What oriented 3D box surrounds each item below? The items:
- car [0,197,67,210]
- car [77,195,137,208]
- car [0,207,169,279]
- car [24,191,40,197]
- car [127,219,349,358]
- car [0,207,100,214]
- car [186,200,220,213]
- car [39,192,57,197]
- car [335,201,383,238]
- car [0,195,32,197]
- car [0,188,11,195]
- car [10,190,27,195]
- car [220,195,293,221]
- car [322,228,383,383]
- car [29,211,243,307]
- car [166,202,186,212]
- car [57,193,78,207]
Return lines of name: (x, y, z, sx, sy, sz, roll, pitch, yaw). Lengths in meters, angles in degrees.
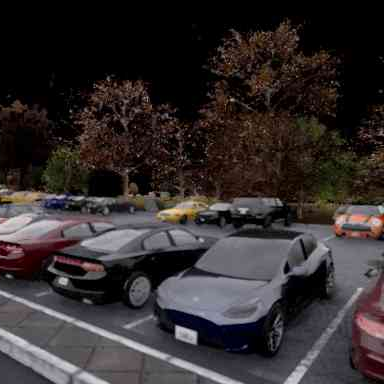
car: (-7.675, 1.234, 13.054, 2.185, 1.767, 4.553, 1, 1, 36)
car: (-6.836, 1.153, 28.549, 2.231, 1.521, 4.892, 2, 1, 36)
car: (-3.182, 1.453, 9.756, 2.097, 1.535, 5.008, 1, 1, 36)
car: (-13.731, 0.894, 33.512, 2.163, 1.488, 4.792, 3, 2, 36)
car: (1.321, 1.543, 6.467, 2.163, 1.488, 4.792, 0, 0, 36)
car: (-5.436, 1.450, 11.399, 2.002, 1.452, 4.674, 1, 1, 36)
car: (2.098, 1.406, 22.095, 2.097, 1.535, 5.008, 1, 1, 36)
car: (-11.456, 0.967, 31.895, 2.097, 1.535, 5.008, 3, 2, 36)
car: (8.894, 1.386, 17.207, 2.185, 1.767, 4.553, 1, 0, 36)
car: (-9.926, 1.175, 14.684, 2.185, 1.767, 4.553, 2, 1, 36)
car: (-18.015, 0.624, 36.879, 1.946, 1.575, 5.366, 3, 2, 36)
car: (-15.753, 0.750, 35.241, 1.946, 1.575, 5.366, 3, 2, 36)
car: (4.374, 1.198, 20.476, 2.435, 2.045, 5.566, 1, 1, 36)
car: (3.593, 1.572, 4.855, 2.002, 1.452, 4.674, 0, 0, 36)
car: (-0.922, 1.487, 8.121, 2.097, 1.535, 5.008, 1, 0, 36)
car: (-0.273, 1.352, 23.576, 1.946, 1.575, 5.366, 1, 1, 36)
car: (-9.198, 1.062, 30.260, 2.097, 1.535, 5.008, 2, 1, 36)
